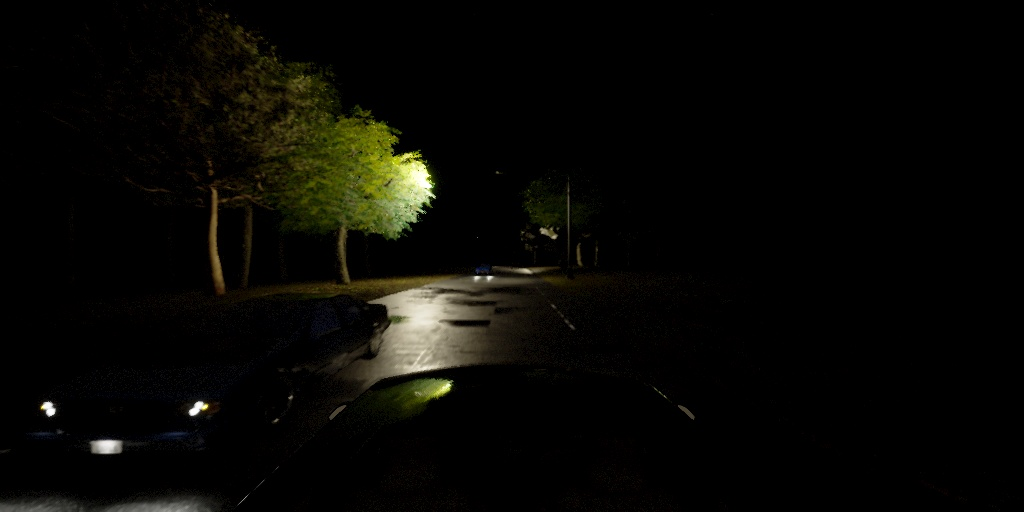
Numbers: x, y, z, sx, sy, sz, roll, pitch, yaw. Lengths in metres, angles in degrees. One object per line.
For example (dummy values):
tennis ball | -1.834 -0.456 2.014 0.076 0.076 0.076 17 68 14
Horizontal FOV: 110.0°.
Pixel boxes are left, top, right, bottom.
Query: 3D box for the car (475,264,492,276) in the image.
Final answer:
car | -3.580 1.732 46.083 1.882 1.535 5.008 0 -1 0

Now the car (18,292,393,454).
car | -3.601 1.335 5.849 2.033 1.411 5.357 0 -1 0
